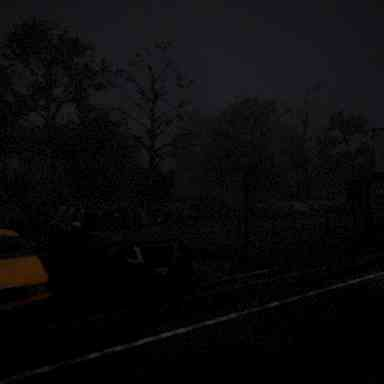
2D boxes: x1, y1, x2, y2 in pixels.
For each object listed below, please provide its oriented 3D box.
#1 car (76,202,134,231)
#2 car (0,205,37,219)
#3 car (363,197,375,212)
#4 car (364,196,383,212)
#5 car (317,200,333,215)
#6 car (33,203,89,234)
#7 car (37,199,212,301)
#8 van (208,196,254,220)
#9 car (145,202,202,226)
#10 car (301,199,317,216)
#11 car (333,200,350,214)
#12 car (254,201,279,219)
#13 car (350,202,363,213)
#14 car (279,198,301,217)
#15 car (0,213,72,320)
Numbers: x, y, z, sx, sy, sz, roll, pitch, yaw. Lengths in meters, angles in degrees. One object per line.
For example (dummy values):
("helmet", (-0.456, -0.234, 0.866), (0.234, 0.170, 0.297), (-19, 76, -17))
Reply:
("car", (-5.938, 1.522, 22.216), (1.946, 1.575, 5.366), (0, 0, -36))
("car", (-10.565, 1.503, 19.143), (2.231, 1.521, 4.892), (0, 0, -36))
("car", (18.770, 1.688, 40.151), (2.163, 1.488, 4.792), (0, 0, -36))
("car", (21.152, 1.669, 41.590), (1.946, 1.575, 5.366), (0, 0, -36))
("car", (11.997, 1.494, 35.310), (2.185, 1.767, 4.553), (0, 0, -36))
("car", (-8.321, 1.543, 20.776), (2.163, 1.488, 4.792), (0, 0, -36))
("car", (-2.227, 1.253, 8.983), (2.435, 2.045, 5.566), (0, 0, -36))
("van", (2.917, 1.345, 28.921), (1.878, 1.987, 4.442), (0, 0, -36))
("car", (-1.514, 1.577, 25.573), (2.163, 1.488, 4.792), (0, 0, -36))
("car", (9.759, 1.647, 33.668), (2.002, 1.452, 4.674), (0, 0, -36))
("car", (14.269, 1.632, 36.904), (2.097, 1.535, 5.008), (0, 0, -36))
("car", (5.243, 1.623, 30.437), (2.002, 1.452, 4.674), (0, 0, -36))
("car", (16.534, 1.646, 38.508), (2.231, 1.521, 4.892), (0, 0, -36))
("car", (7.503, 1.594, 32.051), (2.097, 1.535, 5.008), (0, 0, -36))
("car", (-4.417, 1.489, 7.224), (1.946, 1.575, 5.366), (0, 0, -36))
